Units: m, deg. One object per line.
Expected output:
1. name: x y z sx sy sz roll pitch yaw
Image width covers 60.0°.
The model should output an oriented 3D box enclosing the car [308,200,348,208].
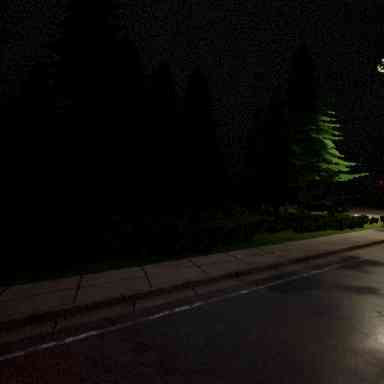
1. car: 13.542 1.576 34.942 2.033 1.411 5.357 0 0 -38
